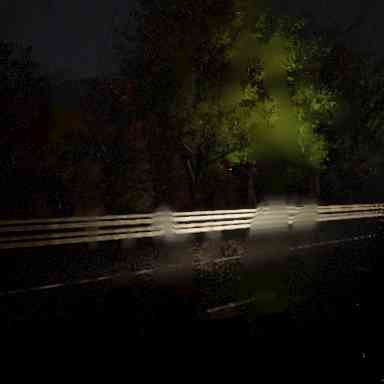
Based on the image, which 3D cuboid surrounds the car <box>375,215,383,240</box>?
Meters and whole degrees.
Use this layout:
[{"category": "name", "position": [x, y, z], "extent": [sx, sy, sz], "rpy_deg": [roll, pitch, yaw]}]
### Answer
[{"category": "car", "position": [10.539, 1.482, 15.719], "extent": [4.902, 1.511, 2.128], "rpy_deg": [0, 0, -36]}]
